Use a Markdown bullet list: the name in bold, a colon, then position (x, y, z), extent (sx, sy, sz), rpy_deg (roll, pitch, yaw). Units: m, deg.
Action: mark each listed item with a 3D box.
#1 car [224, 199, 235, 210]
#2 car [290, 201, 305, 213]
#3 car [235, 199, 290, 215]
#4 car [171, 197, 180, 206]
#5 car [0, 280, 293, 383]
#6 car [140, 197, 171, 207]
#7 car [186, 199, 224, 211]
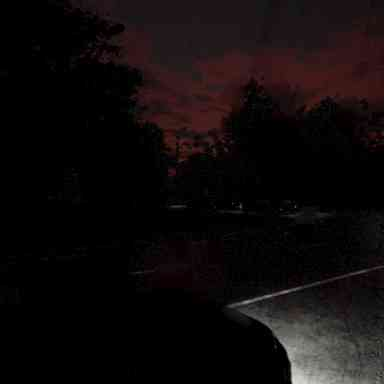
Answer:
- **car**: position (4.223, 1.559, 42.994), extent (1.895, 1.301, 4.718), rpy_deg (0, 0, -38)
- **car**: position (9.855, 1.484, 35.838), extent (1.812, 1.442, 4.674), rpy_deg (0, 0, -38)
- **car**: position (7.040, 1.470, 33.754), extent (1.837, 1.490, 4.892), rpy_deg (0, 0, -38)
- **car**: position (-3.722, 1.521, 53.110), extent (1.994, 1.385, 4.181), rpy_deg (0, 0, -38)
- **car**: position (-1.020, 1.563, 2.978), extent (4.181, 1.385, 1.994), rpy_deg (0, 0, -35)
- **car**: position (-5.929, 1.511, 50.246), extent (2.033, 1.411, 5.357), rpy_deg (0, 0, -38)
- **car**: position (1.352, 1.565, 40.983), extent (1.895, 1.301, 4.718), rpy_deg (0, 0, -38)
